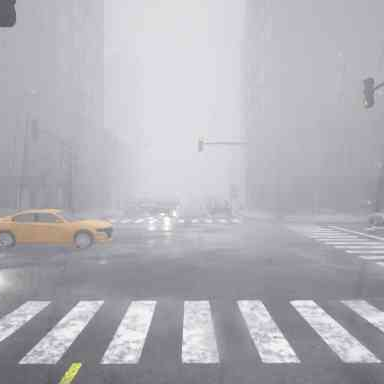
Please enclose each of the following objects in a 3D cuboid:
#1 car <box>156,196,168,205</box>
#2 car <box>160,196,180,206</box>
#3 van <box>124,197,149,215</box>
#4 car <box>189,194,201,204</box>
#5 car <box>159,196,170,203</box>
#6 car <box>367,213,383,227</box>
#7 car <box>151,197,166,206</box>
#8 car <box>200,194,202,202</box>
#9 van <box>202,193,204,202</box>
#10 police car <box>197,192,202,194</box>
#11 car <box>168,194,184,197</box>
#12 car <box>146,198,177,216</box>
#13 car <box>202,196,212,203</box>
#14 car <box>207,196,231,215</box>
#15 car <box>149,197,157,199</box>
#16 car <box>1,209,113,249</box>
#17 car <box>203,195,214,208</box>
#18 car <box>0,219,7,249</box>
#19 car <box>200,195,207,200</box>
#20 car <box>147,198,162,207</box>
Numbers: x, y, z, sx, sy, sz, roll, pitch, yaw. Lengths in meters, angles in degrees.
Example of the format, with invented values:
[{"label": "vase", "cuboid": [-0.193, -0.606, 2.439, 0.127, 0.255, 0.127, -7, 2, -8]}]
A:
[{"label": "car", "cuboid": [-5.564, 1.527, 61.594, 1.752, 1.417, 4.829, 0, 0, 0]}, {"label": "car", "cuboid": [-2.894, 1.604, 43.180, 1.895, 1.301, 4.718, 0, 0, 1]}, {"label": "van", "cuboid": [-5.701, 1.343, 33.423, 1.690, 1.788, 3.998, 0, 0, 0]}, {"label": "car", "cuboid": [0.413, 1.549, 63.328, 2.033, 1.411, 5.357, 0, 0, 0]}, {"label": "car", "cuboid": [-5.535, 1.566, 67.432, 1.947, 1.339, 4.313, 0, 0, 0]}, {"label": "car", "cuboid": [13.633, 1.615, 20.716, 4.718, 1.301, 1.895, 0, 0, 0]}, {"label": "car", "cuboid": [-5.591, 1.568, 56.096, 1.947, 1.339, 4.313, 0, 0, 0]}, {"label": "car", "cuboid": [2.963, 1.527, 61.899, 1.752, 1.417, 4.829, 0, 0, 0]}, {"label": "van", "cuboid": [2.935, 1.343, 56.060, 1.690, 1.788, 3.998, 0, 0, 0]}, {"label": "police car", "cuboid": [2.747, 1.421, 79.490, 1.930, 1.638, 5.238, 0, 0, 0]}, {"label": "car", "cuboid": [-2.834, 1.550, 53.870, 2.033, 1.411, 5.357, 0, 0, 1]}, {"label": "car", "cuboid": [-2.943, 1.603, 33.197, 1.895, 1.301, 4.718, 0, 0, 3]}, {"label": "car", "cuboid": [2.990, 1.551, 67.399, 2.008, 1.369, 4.403, 0, 0, 0]}, {"label": "car", "cuboid": [2.825, 1.442, 33.383, 1.967, 1.590, 4.097, 0, 0, 0]}, {"label": "car", "cuboid": [-5.673, 1.443, 39.091, 1.967, 1.590, 4.097, 0, 0, 0]}, {"label": "car", "cuboid": [-5.864, 1.471, 13.914, 5.008, 1.535, 1.882, 0, 0, 0]}, {"label": "car", "cuboid": [2.880, 1.443, 44.721, 1.967, 1.590, 4.097, 0, 0, 0]}, {"label": "car", "cuboid": [-7.803, 1.559, 9.445, 4.181, 1.385, 1.994, 0, 0, 17]}, {"label": "car", "cuboid": [3.100, 1.557, 90.076, 1.947, 1.339, 4.313, 0, 0, 0]}, {"label": "car", "cuboid": [-5.618, 1.585, 50.428, 1.802, 1.307, 4.206, 0, 0, 0]}]
